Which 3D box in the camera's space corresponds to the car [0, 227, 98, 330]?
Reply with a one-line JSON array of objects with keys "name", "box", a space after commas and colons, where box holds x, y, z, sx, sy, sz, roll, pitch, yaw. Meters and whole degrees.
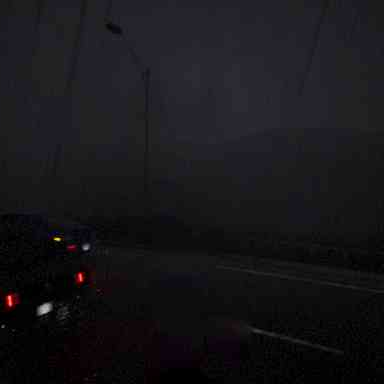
[{"name": "car", "box": [-4.244, 1.448, 6.020, 4.718, 1.301, 1.895, 1, 1, 25]}]

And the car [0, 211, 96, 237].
[{"name": "car", "box": [-5.052, 1.302, 10.071, 4.674, 1.442, 1.812, 1, 1, 22]}]
